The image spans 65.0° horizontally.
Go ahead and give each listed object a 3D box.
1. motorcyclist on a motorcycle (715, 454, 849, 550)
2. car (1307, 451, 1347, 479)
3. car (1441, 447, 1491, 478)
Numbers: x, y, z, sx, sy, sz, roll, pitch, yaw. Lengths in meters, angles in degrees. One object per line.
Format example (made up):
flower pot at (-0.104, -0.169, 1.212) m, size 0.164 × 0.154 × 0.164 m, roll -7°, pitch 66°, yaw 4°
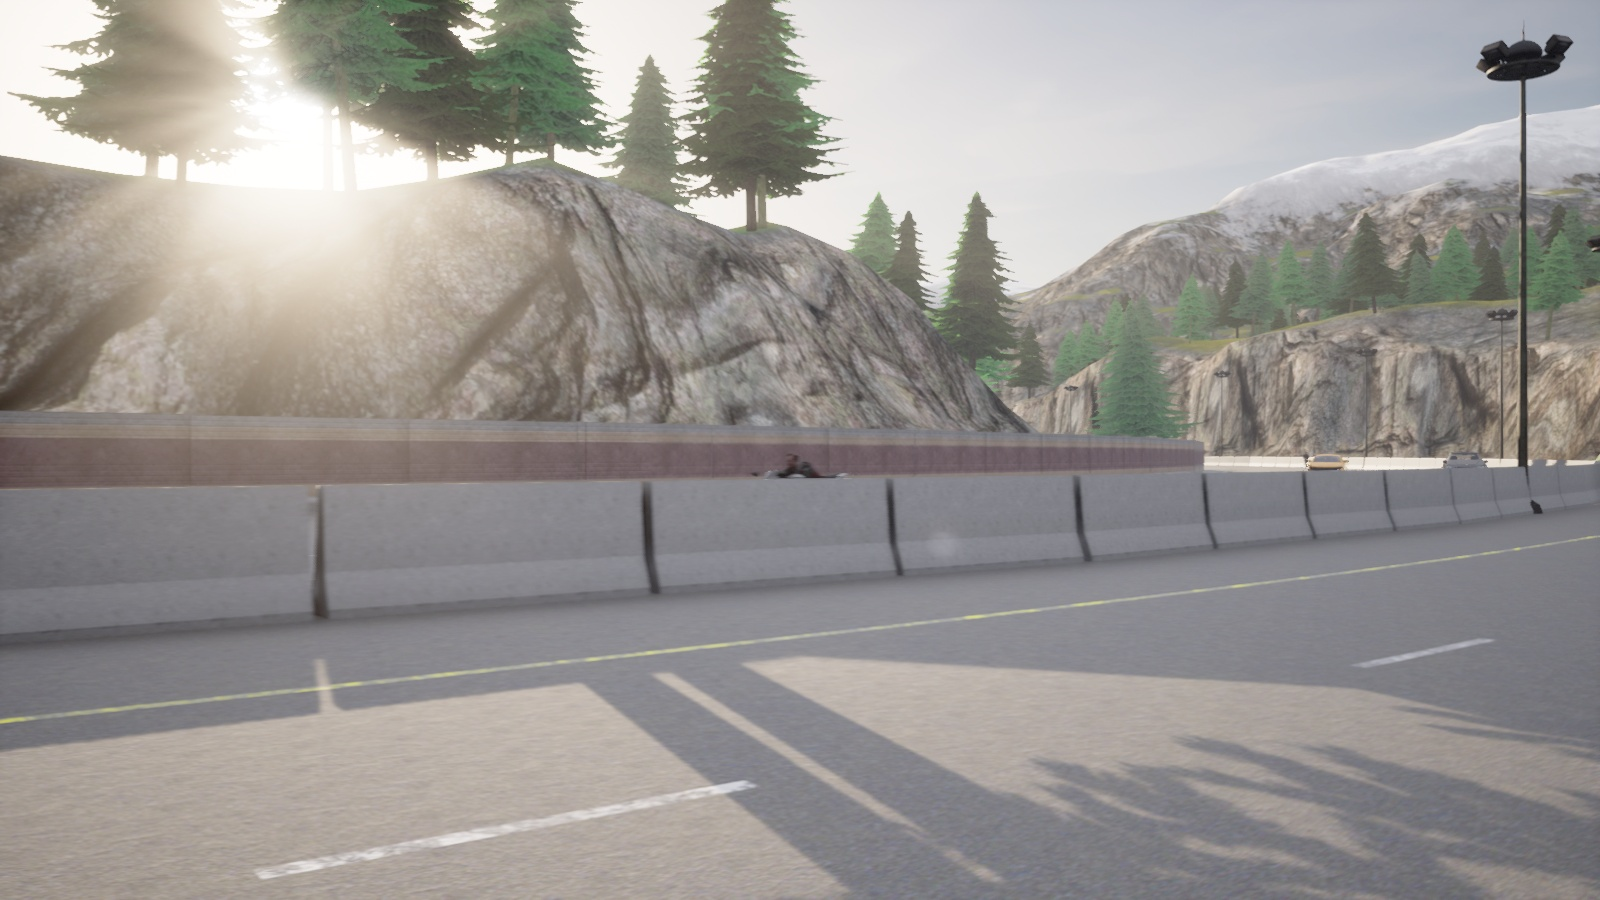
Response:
motorcyclist on a motorcycle at (-0.285, 0.834, 21.142) m, size 2.191 × 1.530 × 0.866 m, roll 0°, pitch -1°, yaw -40°
car at (30.061, 0.838, 71.619) m, size 1.882 × 1.535 × 5.008 m, roll 0°, pitch 0°, yaw 25°
car at (37.061, 0.685, 70.008) m, size 2.242 × 1.667 × 4.611 m, roll 0°, pitch 0°, yaw 25°
